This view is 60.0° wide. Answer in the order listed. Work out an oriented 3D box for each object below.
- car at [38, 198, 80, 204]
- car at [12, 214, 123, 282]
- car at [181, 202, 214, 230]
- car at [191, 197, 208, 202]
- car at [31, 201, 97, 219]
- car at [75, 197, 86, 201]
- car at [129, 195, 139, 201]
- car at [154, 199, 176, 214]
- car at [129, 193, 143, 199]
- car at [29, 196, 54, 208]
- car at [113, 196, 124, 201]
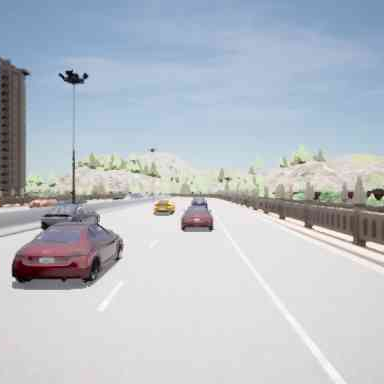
[{"bbox_3d":[-13.493,1.565,34.067,1.994,1.385,4.181,0,0,2],"label":"car"},{"bbox_3d":[-3.363,1.564,9.752,1.994,1.385,4.181,0,0,1],"label":"car"},{"bbox_3d":[0.355,1.565,21.203,1.994,1.385,4.181,0,0,1],"label":"car"},{"bbox_3d":[0.935,1.354,42.137,2.097,1.767,4.553,0,0,2],"label":"car"},{"bbox_3d":[-6.708,1.492,18.811,2.128,1.511,4.902,0,0,1],"label":"car"},{"bbox_3d":[-16.588,1.509,47.533,1.837,1.490,4.892,0,-1,2],"label":"car"},{"bbox_3d":[-15.353,1.537,88.237,1.812,1.442,4.674,0,0,2],"label":"car"},{"bbox_3d":[-2.776,1.479,34.777,1.882,1.535,5.008,0,0,2],"label":"car"},{"bbox_3d":[-12.269,1.233,73.660,2.150,2.045,5.566,0,0,2],"label":"car"},{"bbox_3d":[-20.154,1.353,45.297,2.097,1.767,4.553,0,0,2],"label":"car"},{"bbox_3d":[-18.928,1.615,85.674,1.895,1.301,4.718,0,0,2],"label":"car"}]
